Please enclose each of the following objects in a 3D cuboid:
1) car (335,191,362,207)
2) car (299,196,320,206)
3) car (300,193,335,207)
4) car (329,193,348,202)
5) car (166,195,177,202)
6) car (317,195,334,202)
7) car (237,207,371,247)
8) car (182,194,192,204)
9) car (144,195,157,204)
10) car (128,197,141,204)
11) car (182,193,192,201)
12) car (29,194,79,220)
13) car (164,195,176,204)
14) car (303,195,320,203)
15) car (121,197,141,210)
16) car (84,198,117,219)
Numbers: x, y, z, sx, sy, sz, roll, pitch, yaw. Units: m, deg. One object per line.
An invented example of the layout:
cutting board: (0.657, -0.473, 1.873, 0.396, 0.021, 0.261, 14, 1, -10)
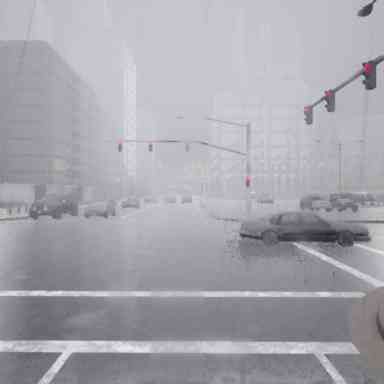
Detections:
car: (16.085, 1.153, 35.719, 1.905, 1.878, 3.866, 0, 0, 0)
car: (18.763, 1.391, 53.190, 1.970, 1.475, 3.806, 0, 0, 0)
car: (13.191, 1.150, 35.769, 1.932, 1.855, 4.605, 0, 0, 0)
car: (30.086, 1.148, 68.360, 1.932, 1.855, 4.605, 0, 0, 0)
car: (-4.556, 1.345, 74.443, 2.128, 1.511, 4.902, 0, 0, 0)
car: (27.403, 1.358, 68.305, 1.784, 1.438, 3.905, 0, 0, 0)
car: (4.665, 1.546, 14.484, 5.357, 1.411, 2.033, 0, 0, 6)
car: (-1.011, 1.595, 65.703, 1.895, 1.301, 4.718, 0, 0, 0)
car: (-8.045, 1.346, 64.655, 2.097, 1.767, 4.553, 0, 0, 0)
car: (-11.527, 1.596, 66.761, 1.895, 1.301, 4.718, 0, 0, 0)
car: (-1.056, 1.175, 74.431, 2.097, 1.767, 4.553, 0, 0, 0)
car: (-11.735, 1.219, 28.703, 2.150, 2.045, 5.566, 0, 0, 4)
car: (-4.511, 1.559, 65.605, 1.994, 1.385, 4.181, 0, 0, 0)
car: (24.508, 1.390, 68.301, 1.970, 1.475, 3.806, 0, 0, 0)
car: (-7.996, 1.560, 43.673, 1.994, 1.385, 4.181, 0, 0, 0)
car: (-7.913, 1.523, 29.039, 1.812, 1.442, 4.674, 0, 0, 0)
